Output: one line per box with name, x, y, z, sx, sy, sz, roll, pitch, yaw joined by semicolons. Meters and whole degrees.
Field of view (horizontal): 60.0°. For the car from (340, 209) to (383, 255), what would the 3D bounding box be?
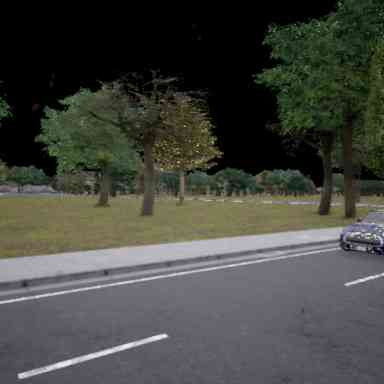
car;7.947;1.480;13.343;4.553;1.767;2.097;1;0;-36
